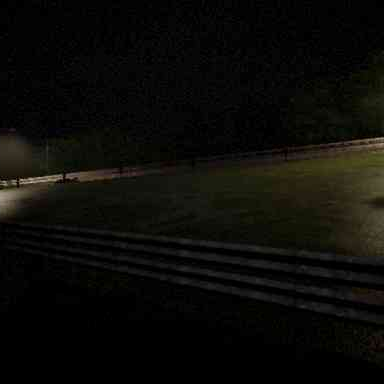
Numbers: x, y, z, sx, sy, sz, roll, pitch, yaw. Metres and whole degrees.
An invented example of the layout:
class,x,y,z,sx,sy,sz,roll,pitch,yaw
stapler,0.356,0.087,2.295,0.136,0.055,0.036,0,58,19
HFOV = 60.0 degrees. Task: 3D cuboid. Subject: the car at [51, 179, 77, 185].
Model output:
class,x,y,z,sx,sy,sz,roll,pitch,yaw
car,-21.221,-1.596,55.189,4.892,1.490,1.837,-4,-2,27
